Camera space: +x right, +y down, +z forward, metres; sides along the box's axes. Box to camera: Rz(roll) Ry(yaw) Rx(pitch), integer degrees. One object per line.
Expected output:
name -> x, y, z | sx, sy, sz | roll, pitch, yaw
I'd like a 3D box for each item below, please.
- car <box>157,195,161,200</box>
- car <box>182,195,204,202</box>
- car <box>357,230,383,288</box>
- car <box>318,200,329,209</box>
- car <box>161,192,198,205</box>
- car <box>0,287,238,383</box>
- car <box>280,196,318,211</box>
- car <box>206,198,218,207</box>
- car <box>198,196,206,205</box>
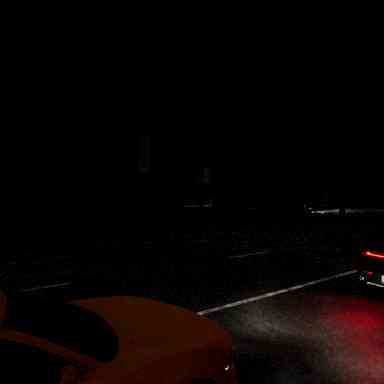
car -> -6.245, 1.239, 74.766 | 2.128, 1.511, 4.902 | -1, 0, -38
car -> 0.104, 1.309, 66.988 | 1.895, 1.301, 4.718 | -1, 0, -39
car -> 5.848, 1.468, 7.937 | 4.892, 1.490, 1.837 | 0, 0, -36
car -> 13.499, 1.261, 38.868 | 1.837, 1.490, 4.892 | -1, 0, -39
car -> -2.016, 1.018, 52.562 | 2.150, 2.045, 5.566 | -1, 0, -39
car -> -1.857, 1.478, 2.404 | 5.008, 1.535, 1.882 | 0, 0, -36
car -> 10.685, 1.334, 36.782 | 2.033, 1.411, 5.357 | -1, 0, -39
car -> 4.536, 1.269, 44.417 | 1.882, 1.535, 5.008 | -1, 0, -39
car -> 1.409, 1.367, 53.890 | 1.895, 1.301, 4.718 | -1, 0, -39
